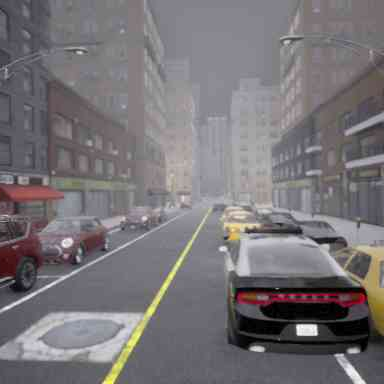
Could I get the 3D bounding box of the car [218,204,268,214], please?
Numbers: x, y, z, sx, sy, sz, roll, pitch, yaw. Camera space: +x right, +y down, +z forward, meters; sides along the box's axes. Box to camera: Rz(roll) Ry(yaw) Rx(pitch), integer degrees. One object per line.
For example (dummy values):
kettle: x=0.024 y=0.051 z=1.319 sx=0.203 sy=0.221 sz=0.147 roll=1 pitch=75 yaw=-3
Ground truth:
car: x=2.382 y=1.617 z=16.620 sx=1.801 sy=1.575 sz=5.366 roll=-1 pitch=-1 yaw=5

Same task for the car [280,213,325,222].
car: x=3.953 y=1.643 z=11.648 sx=1.947 sy=1.339 sz=4.313 roll=-2 pitch=-1 yaw=5

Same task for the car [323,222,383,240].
car: x=3.520 y=1.545 z=6.250 sx=1.752 sy=1.417 sz=4.829 roll=-2 pitch=-1 yaw=5

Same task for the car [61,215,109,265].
car: x=-4.557 y=1.661 z=12.326 sx=1.967 sy=1.590 sz=4.097 roll=-2 pitch=-1 yaw=5

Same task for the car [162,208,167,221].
car: x=-3.222 y=1.979 z=29.028 sx=1.802 sy=1.307 sz=4.206 roll=-2 pitch=-1 yaw=5

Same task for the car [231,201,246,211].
car: x=7.069 y=2.045 z=50.623 sx=1.947 sy=1.339 sz=4.313 roll=-2 pitch=-1 yaw=5

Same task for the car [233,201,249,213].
car: x=6.636 y=1.950 z=45.224 sx=1.752 sy=1.417 sz=4.829 roll=-2 pitch=-1 yaw=5

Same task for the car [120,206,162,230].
car: x=-3.670 y=1.779 z=23.461 sx=1.967 sy=1.590 sz=4.097 roll=-2 pitch=-1 yaw=5

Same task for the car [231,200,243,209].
car: x=7.514 y=2.116 z=56.190 sx=1.802 sy=1.307 sz=4.206 roll=-2 pitch=-1 yaw=5

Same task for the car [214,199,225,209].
car: x=4.700 y=2.066 z=57.020 sx=1.882 sy=1.535 sz=5.008 roll=-1 pitch=-1 yaw=5

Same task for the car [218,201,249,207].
car: x=2.859 y=1.680 z=22.601 sx=1.801 sy=1.575 sz=5.366 roll=-1 pitch=-1 yaw=5

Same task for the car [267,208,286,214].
car: x=4.398 y=1.702 z=17.215 sx=1.947 sy=1.339 sz=4.313 roll=-2 pitch=-1 yaw=5

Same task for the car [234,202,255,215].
car: x=6.178 y=1.918 z=39.487 sx=2.008 sy=1.369 sz=4.403 roll=-2 pitch=-1 yaw=5

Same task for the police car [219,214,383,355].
police car: x=1.581 y=1.480 z=6.573 sx=1.930 sy=1.638 sz=5.238 roll=-1 pitch=-1 yaw=5

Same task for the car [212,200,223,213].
car: x=3.653 y=1.961 z=43.673 sx=1.837 sy=1.490 sz=4.892 roll=-1 pitch=0 yaw=5

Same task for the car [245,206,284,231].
car: x=4.843 y=1.746 z=22.783 sx=2.008 sy=1.369 sz=4.403 roll=-2 pitch=-1 yaw=5

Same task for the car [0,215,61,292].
car: x=-5.005 y=1.477 z=6.760 sx=2.192 sy=1.841 sz=5.009 roll=-2 pitch=-1 yaw=5

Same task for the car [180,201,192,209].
car: x=-1.004 y=2.223 z=56.867 sx=1.887 sy=1.381 sz=4.507 roll=-2 pitch=-1 yaw=5
